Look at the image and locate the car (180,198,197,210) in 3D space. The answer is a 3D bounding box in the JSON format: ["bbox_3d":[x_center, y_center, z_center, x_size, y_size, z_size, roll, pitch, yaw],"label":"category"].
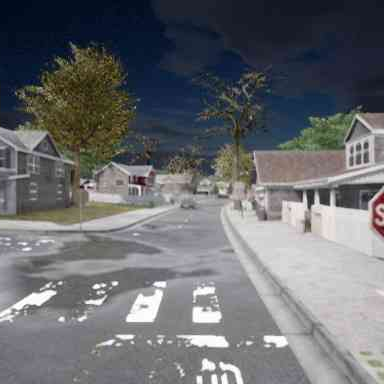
[{"bbox_3d":[-0.421,1.528,42.240,1.837,1.490,4.892,0,0,6],"label":"car"}]
